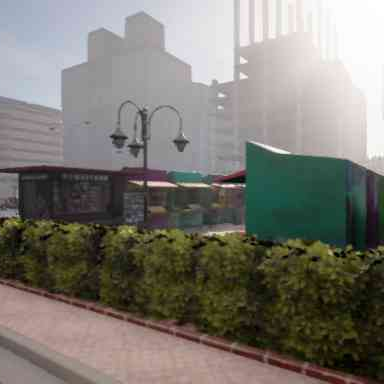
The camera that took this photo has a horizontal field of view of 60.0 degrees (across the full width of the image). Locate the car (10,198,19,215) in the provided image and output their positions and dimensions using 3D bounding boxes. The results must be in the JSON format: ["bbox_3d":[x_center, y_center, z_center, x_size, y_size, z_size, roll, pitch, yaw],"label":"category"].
[{"bbox_3d":[-11.592,1.192,26.049,1.905,1.878,3.866,0,0,34],"label":"car"}]
